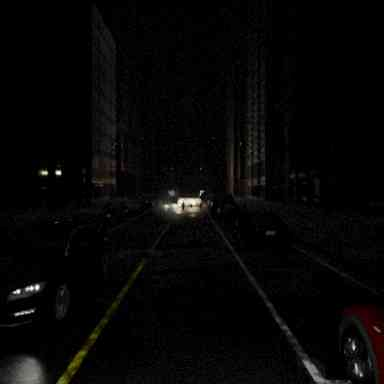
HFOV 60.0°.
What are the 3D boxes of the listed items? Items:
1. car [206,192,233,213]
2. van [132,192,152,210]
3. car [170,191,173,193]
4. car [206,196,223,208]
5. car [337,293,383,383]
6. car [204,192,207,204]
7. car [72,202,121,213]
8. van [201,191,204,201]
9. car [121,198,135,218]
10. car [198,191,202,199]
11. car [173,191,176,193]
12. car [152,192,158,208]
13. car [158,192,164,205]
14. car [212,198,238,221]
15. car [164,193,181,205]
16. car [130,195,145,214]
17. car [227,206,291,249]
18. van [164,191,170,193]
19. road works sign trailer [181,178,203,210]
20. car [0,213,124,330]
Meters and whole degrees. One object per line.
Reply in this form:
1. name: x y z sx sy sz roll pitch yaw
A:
1. car: 2.772 1.092 30.584 2.192 1.841 5.009 0 0 0
2. van: -5.752 1.080 36.184 1.690 1.788 3.998 0 0 0
3. car: -5.742 0.823 69.840 2.192 1.841 5.009 0 0 0
4. car: 2.775 1.224 41.974 1.752 1.417 4.829 0 0 0
5. car: 2.764 1.420 2.541 1.967 1.590 4.097 0 0 0
6. car: 2.774 1.053 36.194 2.192 1.841 5.009 0 0 0
7. car: -5.756 1.407 19.357 2.008 1.369 4.403 0 0 0
8. van: 2.778 0.963 53.021 1.690 1.788 3.998 0 0 0
9. car: -5.755 1.399 24.967 1.802 1.307 4.206 0 0 0
10. car: 2.781 0.861 64.238 2.192 1.841 5.009 0 0 0
11. car: -5.739 0.984 81.060 2.008 1.369 4.403 0 0 0
12. car: -5.750 1.140 41.794 1.967 1.590 4.097 0 0 0
13. car: -5.748 0.976 47.402 2.192 1.841 5.009 0 0 0
14. car: 2.770 1.399 24.977 1.802 1.307 4.206 0 0 0
15. car: -3.063 1.213 49.182 1.994 1.385 4.181 0 0 0
16. car: -5.753 1.304 30.406 1.752 1.417 4.829 0 0 0
17. car: 2.767 1.463 13.759 1.947 1.339 4.313 0 0 0
18. van: -5.744 0.887 64.231 1.690 1.788 3.998 0 0 0
19. road works sign trailer: 0.011 0.195 37.359 2.380 3.560 2.880 0 0 0
20. car: -3.098 1.437 7.114 2.128 1.511 4.902 0 0 0
